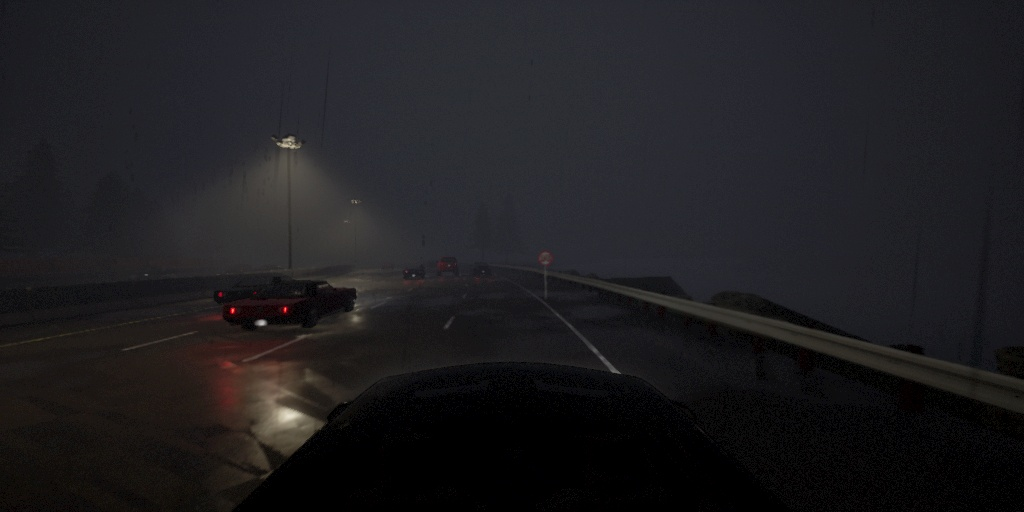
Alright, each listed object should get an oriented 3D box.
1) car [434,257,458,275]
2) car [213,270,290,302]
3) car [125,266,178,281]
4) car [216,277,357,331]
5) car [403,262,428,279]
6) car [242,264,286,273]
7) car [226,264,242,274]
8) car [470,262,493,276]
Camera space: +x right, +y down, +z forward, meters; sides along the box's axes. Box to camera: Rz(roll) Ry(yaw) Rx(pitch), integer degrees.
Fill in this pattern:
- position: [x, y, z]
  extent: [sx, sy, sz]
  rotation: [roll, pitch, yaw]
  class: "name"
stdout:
- position: [-7.364, 1.090, 40.739]
  extent: [2.150, 2.045, 5.566]
  rotation: [0, 0, -14]
  class: "car"
- position: [-10.709, 1.511, 16.035]
  extent: [1.895, 1.301, 4.718]
  rotation: [-1, 0, -6]
  class: "car"
- position: [-35.320, 1.766, 35.287]
  extent: [2.128, 1.511, 4.902]
  rotation: [-1, 0, -13]
  class: "car"
- position: [-6.715, 1.452, 11.588]
  extent: [1.895, 1.301, 4.718]
  rotation: [-1, 0, -4]
  class: "car"
- position: [-9.589, 1.500, 35.411]
  extent: [1.895, 1.301, 4.718]
  rotation: [-1, 0, -12]
  class: "car"
- position: [-24.845, 1.614, 36.599]
  extent: [2.128, 1.511, 4.902]
  rotation: [-1, 0, -12]
  class: "car"
- position: [-34.291, 1.741, 45.515]
  extent: [1.882, 1.535, 5.008]
  rotation: [-1, 0, -16]
  class: "car"
- position: [-3.333, 1.335, 37.690]
  extent: [1.812, 1.442, 4.674]
  rotation: [0, 0, -12]
  class: "car"
